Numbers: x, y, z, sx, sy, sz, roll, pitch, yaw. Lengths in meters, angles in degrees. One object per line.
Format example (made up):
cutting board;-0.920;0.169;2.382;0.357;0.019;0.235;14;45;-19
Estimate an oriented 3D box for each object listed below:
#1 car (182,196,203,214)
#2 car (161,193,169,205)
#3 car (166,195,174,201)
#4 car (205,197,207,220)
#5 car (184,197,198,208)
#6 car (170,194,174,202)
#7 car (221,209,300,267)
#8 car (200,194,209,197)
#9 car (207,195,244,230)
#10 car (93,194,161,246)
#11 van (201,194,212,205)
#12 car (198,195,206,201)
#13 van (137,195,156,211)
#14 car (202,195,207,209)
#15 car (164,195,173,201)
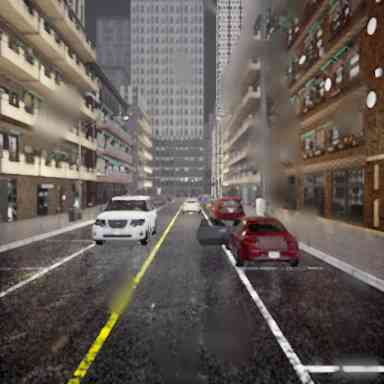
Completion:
car;-0.054;1.493;35.171;1.812;1.442;4.674;0;0;0
car;-5.500;1.386;56.869;1.967;1.590;4.097;-1;0;0
car;-5.585;1.458;84.614;1.887;1.381;4.507;-1;0;0
car;2.467;1.414;29.168;1.967;1.590;4.097;-1;0;0
car;-0.121;1.481;48.173;1.812;1.442;4.674;0;0;0
car;-5.553;1.241;73.516;2.192;1.841;5.009;-1;0;0
car;2.194;1.516;11.214;1.812;1.442;4.674;0;0;0
car;2.415;1.398;45.815;1.967;1.590;4.097;-1;0;0
car;2.482;1.294;23.619;2.192;1.841;5.009;-1;0;0
car;-2.896;1.208;15.579;2.150;2.045;5.566;0;0;0
van;2.379;1.287;56.913;1.690;1.788;3.998;-1;0;0
car;2.313;1.465;79.109;1.887;1.381;4.507;-1;0;0
van;-5.449;1.304;40.222;1.690;1.788;3.998;-1;0;0
car;2.433;1.488;40.436;1.752;1.417;4.829;-1;0;0
car;-5.567;1.486;79.066;1.947;1.339;4.313;-1;0;0
